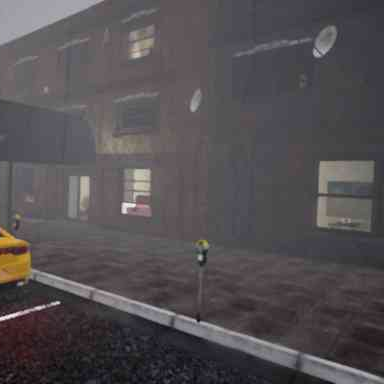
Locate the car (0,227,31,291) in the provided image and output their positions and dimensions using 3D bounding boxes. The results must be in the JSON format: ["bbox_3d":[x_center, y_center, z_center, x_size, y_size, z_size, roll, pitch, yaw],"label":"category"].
[{"bbox_3d":[-5.458,1.203,7.132,5.008,1.535,1.882,2,1,35],"label":"car"}]
